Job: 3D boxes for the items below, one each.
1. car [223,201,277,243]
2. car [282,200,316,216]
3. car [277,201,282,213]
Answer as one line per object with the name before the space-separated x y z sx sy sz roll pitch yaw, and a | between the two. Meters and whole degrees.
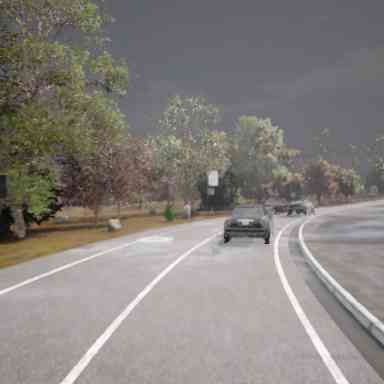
car | 2.948 1.402 16.626 2.097 1.767 4.553 -1 -1 16
car | 11.040 1.556 33.434 1.837 1.490 4.892 -4 -2 34
car | 8.585 1.712 35.885 2.128 1.511 4.902 -4 -2 36
